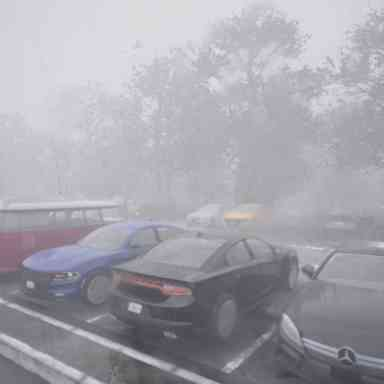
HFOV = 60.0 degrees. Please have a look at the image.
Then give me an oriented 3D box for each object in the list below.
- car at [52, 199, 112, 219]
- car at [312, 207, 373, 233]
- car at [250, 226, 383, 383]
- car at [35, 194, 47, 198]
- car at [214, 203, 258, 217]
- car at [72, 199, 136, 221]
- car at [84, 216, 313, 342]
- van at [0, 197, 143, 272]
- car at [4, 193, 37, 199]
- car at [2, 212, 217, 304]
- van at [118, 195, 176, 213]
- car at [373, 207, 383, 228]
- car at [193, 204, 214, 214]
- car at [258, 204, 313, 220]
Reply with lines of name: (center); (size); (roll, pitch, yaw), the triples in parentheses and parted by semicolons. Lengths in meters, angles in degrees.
car: (-9.965, 1.483, 30.511); (2.097, 1.535, 5.008); (0, 0, 36)
car: (8.244, 1.543, 17.463); (2.163, 1.488, 4.792); (0, 0, 36)
car: (2.880, 1.558, 5.179); (2.002, 1.452, 4.674); (0, 0, 36)
car: (-12.205, 1.348, 32.166); (2.185, 1.767, 4.553); (0, 0, 36)
car: (3.709, 1.507, 20.694); (2.097, 1.535, 5.008); (0, 0, 36)
car: (-7.492, 1.484, 28.968); (1.946, 1.575, 5.366); (0, 0, 36)
car: (0.614, 1.515, 6.797); (2.097, 1.535, 5.008); (0, 0, 36)
van: (-3.834, 1.283, 10.145); (1.878, 1.987, 4.442); (0, 0, 36)
car: (-16.737, 1.179, 35.420); (2.435, 2.045, 5.566); (1, 0, 36)
car: (-1.639, 1.512, 8.431); (2.097, 1.535, 5.008); (0, 0, 36)
van: (-3.145, 1.270, 25.472); (1.878, 1.987, 4.442); (0, 0, 36)
car: (10.475, 1.265, 15.790); (2.435, 2.045, 5.566); (0, 0, 36)
car: (1.446, 1.544, 22.318); (2.002, 1.452, 4.674); (0, 0, 36)
car: (5.972, 1.512, 19.070); (2.231, 1.521, 4.892); (0, 0, 36)
